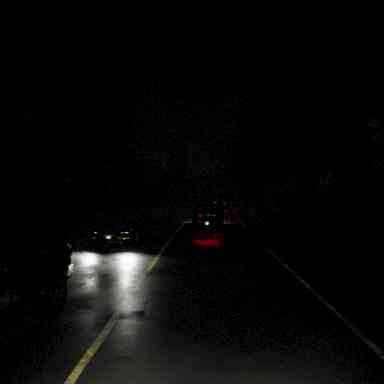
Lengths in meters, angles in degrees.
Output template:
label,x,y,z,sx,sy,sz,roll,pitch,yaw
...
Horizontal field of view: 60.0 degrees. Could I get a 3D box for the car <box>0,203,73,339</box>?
label,x,y,z,sx,sy,sz,roll,pitch,yaw
car,-3.491,1.216,4.426,2.150,2.045,5.566,0,0,1

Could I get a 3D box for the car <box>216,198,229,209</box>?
label,x,y,z,sx,sy,sz,roll,pitch,yaw
car,3.907,1.498,44.378,1.812,1.442,4.674,0,0,9

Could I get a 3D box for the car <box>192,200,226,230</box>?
label,x,y,z,sx,sy,sz,roll,pitch,yaw
car,1.041,1.491,21.010,1.837,1.490,4.892,0,0,4

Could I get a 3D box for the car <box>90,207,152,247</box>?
label,x,y,z,sx,sy,sz,roll,pitch,yaw
car,-3.046,1.491,15.163,1.837,1.490,4.892,0,0,4
